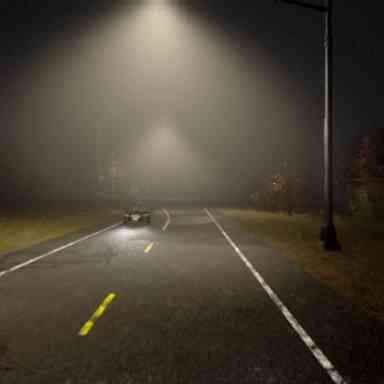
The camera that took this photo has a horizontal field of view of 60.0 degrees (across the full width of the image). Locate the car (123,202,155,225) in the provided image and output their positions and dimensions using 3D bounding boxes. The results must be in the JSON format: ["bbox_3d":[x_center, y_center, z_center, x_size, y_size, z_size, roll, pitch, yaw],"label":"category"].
[{"bbox_3d":[-3.750,1.501,24.077,2.128,1.511,4.902,0,0,-2],"label":"car"}]
